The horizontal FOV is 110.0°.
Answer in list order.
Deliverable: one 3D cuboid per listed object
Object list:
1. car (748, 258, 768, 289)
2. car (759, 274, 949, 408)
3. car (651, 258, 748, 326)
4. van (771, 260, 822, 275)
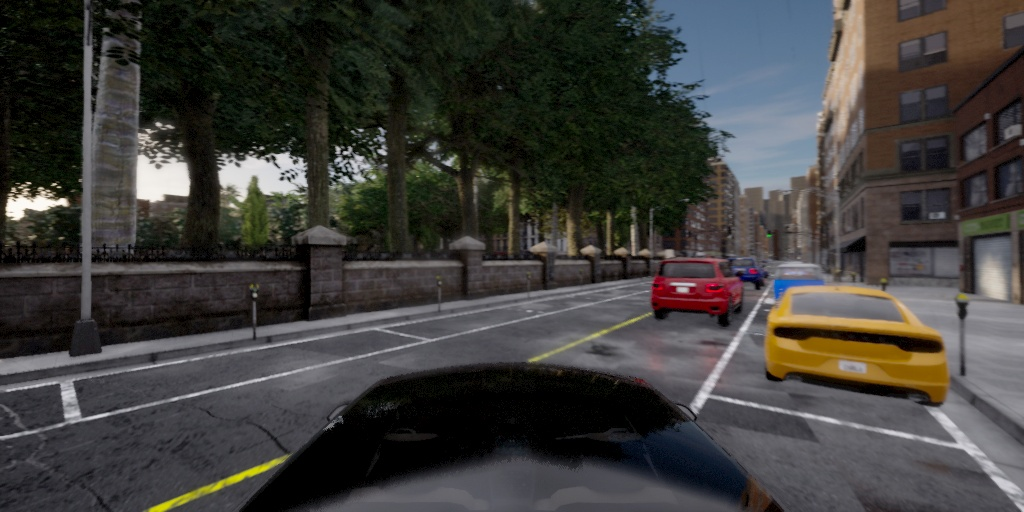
[{"bbox_3d":[16.354,1.183,25.297,2.150,2.045,5.566,-1,-2,38],"label":"car"},{"bbox_3d":[5.803,1.266,6.497,1.882,1.535,5.008,-1,-1,37],"label":"car"},{"bbox_3d":[6.605,1.080,12.547,2.150,2.045,5.566,-1,-1,38],"label":"car"},{"bbox_3d":[12.479,1.214,15.671,1.690,1.789,3.998,0,0,37],"label":"van"}]
